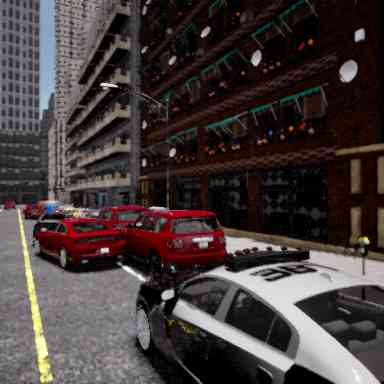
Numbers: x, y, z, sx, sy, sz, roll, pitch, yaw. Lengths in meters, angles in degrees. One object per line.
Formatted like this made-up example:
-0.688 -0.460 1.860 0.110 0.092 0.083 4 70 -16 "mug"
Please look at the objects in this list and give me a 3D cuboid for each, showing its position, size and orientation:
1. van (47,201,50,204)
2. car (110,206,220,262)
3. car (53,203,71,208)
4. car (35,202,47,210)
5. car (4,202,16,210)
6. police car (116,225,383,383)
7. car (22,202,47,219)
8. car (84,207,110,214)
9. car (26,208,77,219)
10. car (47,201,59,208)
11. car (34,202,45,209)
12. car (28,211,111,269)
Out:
-18.966 2.125 45.022 1.690 1.788 3.998 -1 -1 -28 "van"
-0.824 1.486 10.682 2.192 1.841 5.009 -1 -1 -28 "car"
-11.267 2.050 30.453 1.752 1.417 4.829 -1 -1 -28 "car"
-29.330 2.675 64.644 1.887 1.381 4.507 -1 -1 -28 "car"
-34.628 2.612 63.315 1.882 1.535 5.008 0 -1 -28 "car"
0.799 1.484 3.909 1.930 1.638 5.238 0 -1 -28 "police car"
-17.518 2.130 36.867 1.882 1.535 5.008 0 -1 -27 "car"
-3.415 1.573 15.588 2.192 1.841 5.009 -1 -1 -28 "car"
-7.049 1.812 17.591 1.837 1.490 4.892 0 -1 -13 "car"
-13.780 2.049 35.210 1.967 1.590 4.097 -1 -1 -28 "car"
-32.001 2.744 69.700 1.752 1.417 4.829 -1 -1 -28 "car"
-4.257 1.688 12.193 1.882 1.535 5.008 0 -1 -39 "car"
